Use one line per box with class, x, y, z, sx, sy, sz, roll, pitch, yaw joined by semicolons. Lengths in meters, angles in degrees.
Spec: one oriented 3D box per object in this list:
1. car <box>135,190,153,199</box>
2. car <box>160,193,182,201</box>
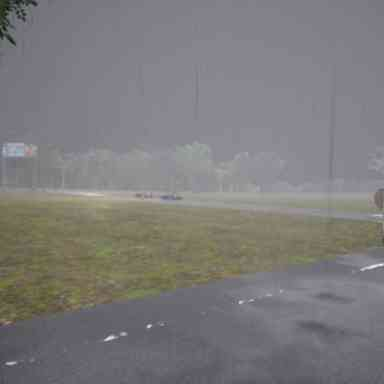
car;-9.462;0.405;65.224;2.097;1.767;4.553;1;0;-35
car;-3.697;0.846;57.091;1.895;1.301;4.718;1;0;-35
